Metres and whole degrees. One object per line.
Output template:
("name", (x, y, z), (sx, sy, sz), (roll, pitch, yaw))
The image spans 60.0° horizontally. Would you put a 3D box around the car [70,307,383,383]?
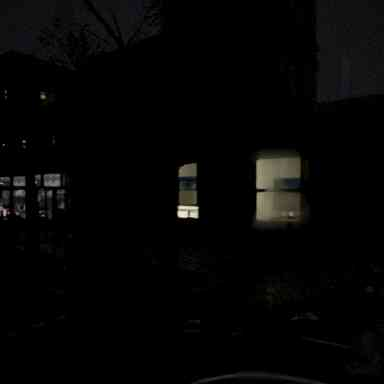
("car", (0.909, 1.555, 2.214), (4.403, 1.369, 2.008), (-1, 0, 36))
